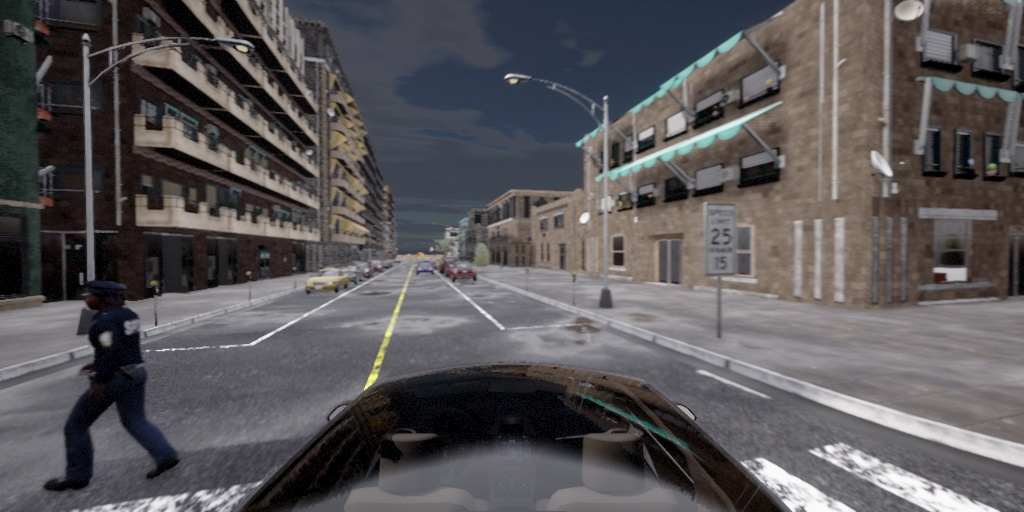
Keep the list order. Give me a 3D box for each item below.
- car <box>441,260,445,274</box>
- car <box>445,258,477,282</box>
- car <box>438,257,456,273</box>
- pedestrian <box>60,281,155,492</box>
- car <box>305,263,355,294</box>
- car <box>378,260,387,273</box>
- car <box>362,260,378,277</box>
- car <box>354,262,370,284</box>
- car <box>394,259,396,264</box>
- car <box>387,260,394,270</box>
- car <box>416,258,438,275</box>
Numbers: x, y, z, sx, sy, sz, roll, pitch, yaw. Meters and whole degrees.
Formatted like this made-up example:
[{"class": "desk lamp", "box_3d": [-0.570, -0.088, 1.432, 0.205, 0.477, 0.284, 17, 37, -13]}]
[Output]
[{"class": "car", "box_3d": [-5.512, 1.305, 34.390, 1.802, 1.307, 4.207, 0, 0, -15]}, {"class": "car", "box_3d": [-4.036, 1.166, 28.909, 1.967, 1.591, 4.097, 0, 0, -15]}, {"class": "car", "box_3d": [-6.967, 1.034, 39.878, 2.192, 1.841, 5.009, 0, 0, -15]}, {"class": "pedestrian", "box_3d": [-3.567, 1.094, 3.161, 0.375, 1.860, 0.375, -1, 1, -15]}, {"class": "car", "box_3d": [-10.736, 1.327, 21.110, 1.751, 1.417, 4.829, 0, 0, -15]}, {"class": "car", "box_3d": [-16.536, 1.225, 43.242, 1.967, 1.591, 4.097, 0, 0, -15]}, {"class": "car", "box_3d": [-13.604, 1.232, 32.272, 1.967, 1.591, 4.097, 0, 0, -15]}, {"class": "car", "box_3d": [-12.184, 1.347, 26.776, 2.007, 1.370, 4.403, 0, 0, -15]}, {"class": "car", "box_3d": [-20.897, 1.320, 59.707, 1.888, 1.381, 4.507, 0, 0, -15]}, {"class": "car", "box_3d": [-19.441, 1.344, 54.219, 1.948, 1.339, 4.313, 0, 0, -15]}, {"class": "car", "box_3d": [-9.434, 1.289, 38.892, 2.033, 1.411, 5.357, 0, 0, -14]}]
